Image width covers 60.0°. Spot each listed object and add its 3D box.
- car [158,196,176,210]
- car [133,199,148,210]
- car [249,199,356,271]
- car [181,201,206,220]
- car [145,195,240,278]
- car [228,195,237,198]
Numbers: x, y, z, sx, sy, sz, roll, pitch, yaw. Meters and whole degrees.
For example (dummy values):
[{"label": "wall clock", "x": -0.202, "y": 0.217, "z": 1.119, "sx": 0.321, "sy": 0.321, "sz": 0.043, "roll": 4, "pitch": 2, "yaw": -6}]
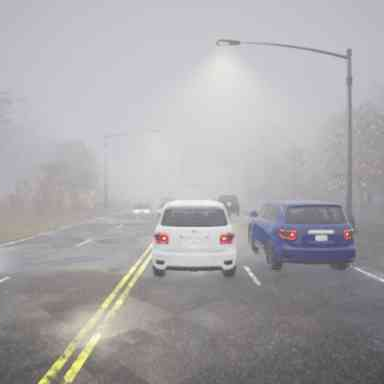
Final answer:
[{"label": "car", "x": -3.278, "y": 1.407, "z": 44.283, "sx": 2.097, "sy": 1.767, "sz": 4.553, "roll": 0, "pitch": 0, "yaw": 0}, {"label": "car", "x": -6.529, "y": 1.618, "z": 44.276, "sx": 1.994, "sy": 1.385, "sz": 4.181, "roll": 0, "pitch": 0, "yaw": 0}, {"label": "car", "x": 3.325, "y": 1.250, "z": 11.142, "sx": 2.150, "sy": 2.045, "sz": 5.566, "roll": 0, "pitch": 0, "yaw": 1}, {"label": "car", "x": 0.126, "y": 1.611, "z": 29.899, "sx": 2.033, "sy": 1.411, "sz": 5.357, "roll": 0, "pitch": 0, "yaw": 0}, {"label": "car", "x": 0.074, "y": 1.251, "z": 10.413, "sx": 2.150, "sy": 2.045, "sz": 5.566, "roll": 0, "pitch": 0, "yaw": 0}, {"label": "car", "x": 3.396, "y": 1.281, "z": 33.318, "sx": 2.150, "sy": 2.045, "sz": 5.566, "roll": 0, "pitch": 0, "yaw": 0}]
